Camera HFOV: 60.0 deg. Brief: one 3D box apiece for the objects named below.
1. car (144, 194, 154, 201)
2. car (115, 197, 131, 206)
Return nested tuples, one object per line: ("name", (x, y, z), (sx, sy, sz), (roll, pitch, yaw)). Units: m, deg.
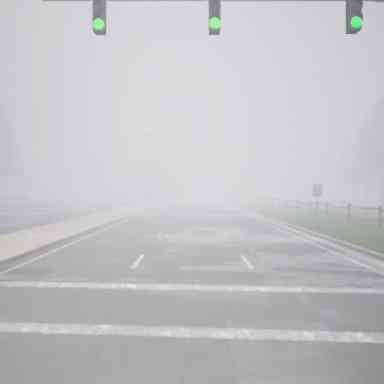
("car", (-10.671, 1.324, 83.024), (2.097, 1.767, 4.553), (0, 0, 2))
("car", (-11.402, 1.554, 55.002), (1.812, 1.442, 4.674), (0, 1, 1))
